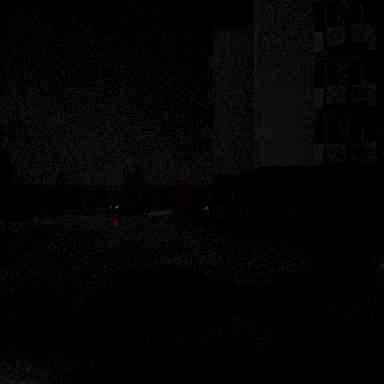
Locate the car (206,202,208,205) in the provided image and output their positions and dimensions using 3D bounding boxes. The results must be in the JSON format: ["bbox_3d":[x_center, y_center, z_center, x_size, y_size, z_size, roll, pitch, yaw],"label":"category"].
[{"bbox_3d":[4.460,1.650,53.998,2.033,1.411,5.357,0,0,36],"label":"car"}]

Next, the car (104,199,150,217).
[{"bbox_3d":[-6.187,1.434,32.097,2.097,1.767,4.553,0,0,35],"label":"car"}]
